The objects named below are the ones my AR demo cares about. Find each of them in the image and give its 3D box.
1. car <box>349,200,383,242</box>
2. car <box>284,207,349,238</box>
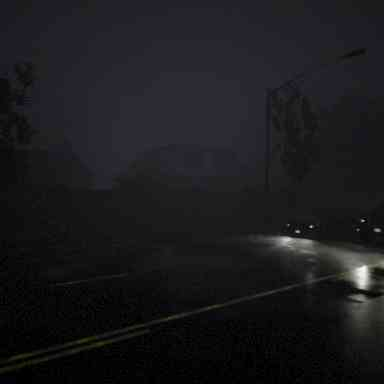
[{"bbox_3d":[9.926,1.220,15.370,5.566,2.045,2.150,0,0,-35],"label":"car"},{"bbox_3d":[7.328,1.547,17.818,5.357,1.411,2.033,0,0,-35],"label":"car"}]
